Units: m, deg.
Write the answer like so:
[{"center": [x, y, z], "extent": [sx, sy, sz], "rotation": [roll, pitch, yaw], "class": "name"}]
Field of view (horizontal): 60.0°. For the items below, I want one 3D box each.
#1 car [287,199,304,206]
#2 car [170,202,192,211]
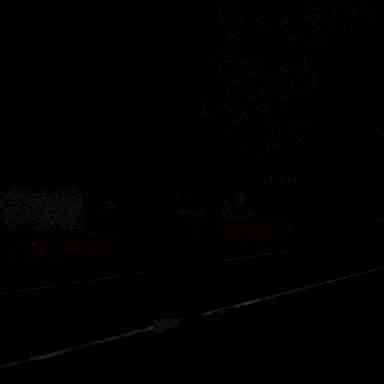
[{"center": [22.055, 2.194, 71.806], "extent": [1.970, 1.475, 3.806], "rotation": [0, -2, -37], "class": "car"}, {"center": [-1.952, 2.380, 54.562], "extent": [1.812, 1.442, 4.674], "rotation": [0, -2, -37], "class": "car"}]
